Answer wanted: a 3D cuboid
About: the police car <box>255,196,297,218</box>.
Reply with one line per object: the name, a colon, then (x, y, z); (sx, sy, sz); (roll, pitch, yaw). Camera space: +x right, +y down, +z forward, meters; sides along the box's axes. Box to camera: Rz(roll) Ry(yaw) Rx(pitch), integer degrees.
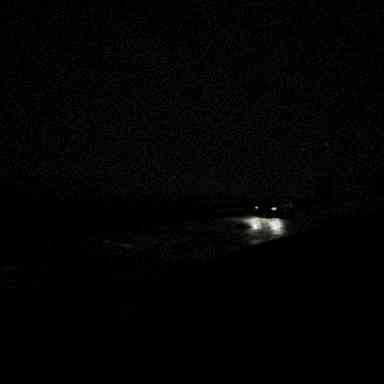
police car: (6.727, 1.160, 26.646); (2.038, 1.542, 4.974); (3, 2, 36)
